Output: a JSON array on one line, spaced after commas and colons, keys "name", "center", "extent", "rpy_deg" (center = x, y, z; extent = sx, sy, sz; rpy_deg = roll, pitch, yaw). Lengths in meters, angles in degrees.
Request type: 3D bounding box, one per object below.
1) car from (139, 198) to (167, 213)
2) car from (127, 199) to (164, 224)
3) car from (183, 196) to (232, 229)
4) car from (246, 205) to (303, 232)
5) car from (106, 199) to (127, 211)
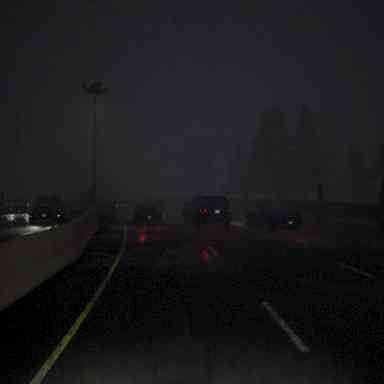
[{"name": "car", "center": [-4.678, 1.546, 39.446], "extent": [2.128, 1.511, 4.902], "rpy_deg": [0, 0, -22]}, {"name": "car", "center": [-3.505, 1.527, 25.136], "extent": [2.128, 1.511, 4.902], "rpy_deg": [0, 0, -14]}, {"name": "car", "center": [0.885, 1.248, 22.046], "extent": [2.150, 2.045, 5.566], "rpy_deg": [0, 0, -13]}, {"name": "car", "center": [4.819, 1.496, 20.243], "extent": [1.882, 1.535, 5.008], "rpy_deg": [0, 0, -10]}, {"name": "car", "center": [-9.323, 1.612, 41.467], "extent": [2.033, 1.411, 5.357], "rpy_deg": [0, 0, -25]}]
